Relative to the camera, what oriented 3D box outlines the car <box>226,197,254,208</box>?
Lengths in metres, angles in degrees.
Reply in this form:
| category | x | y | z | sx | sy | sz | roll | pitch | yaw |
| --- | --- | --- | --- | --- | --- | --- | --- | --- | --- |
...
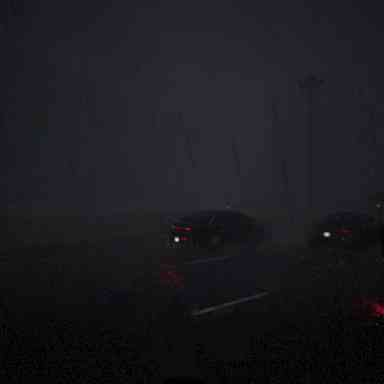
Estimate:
| category | x | y | z | sx | sy | sz | roll | pitch | yaw |
| --- | --- | --- | --- | --- | --- | --- | --- | --- | --- |
| car | 6.969 | 1.442 | 47.930 | 1.994 | 1.385 | 4.181 | 0 | 0 | 42 |

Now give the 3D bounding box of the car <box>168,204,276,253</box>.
| category | x | y | z | sx | sy | sz | roll | pitch | yaw |
| --- | --- | --- | --- | --- | --- | --- | --- | --- | --- |
| car | 1.327 | 1.474 | 13.733 | 4.892 | 1.490 | 1.837 | 0 | 0 | -39 |

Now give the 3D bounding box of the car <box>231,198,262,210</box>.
| category | x | y | z | sx | sy | sz | roll | pitch | yaw |
| --- | --- | --- | --- | --- | --- | --- | --- | --- | --- |
| car | 7.062 | 1.451 | 42.919 | 1.994 | 1.385 | 4.181 | 0 | 0 | 44 |

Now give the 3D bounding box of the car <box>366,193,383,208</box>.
| category | x | y | z | sx | sy | sz | roll | pitch | yaw |
| --- | --- | --- | --- | --- | --- | --- | --- | --- | --- |
| car | 15.687 | 1.098 | 26.438 | 5.566 | 2.045 | 2.150 | 0 | 0 | -44 |

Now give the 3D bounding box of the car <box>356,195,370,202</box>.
| category | x | y | z | sx | sy | sz | roll | pitch | yaw |
| --- | --- | --- | --- | --- | --- | --- | --- | --- | --- |
| car | 34.277 | 1.249 | 66.494 | 2.033 | 1.411 | 5.357 | 0 | 0 | 33 |

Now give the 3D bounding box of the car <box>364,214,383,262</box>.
| category | x | y | z | sx | sy | sz | roll | pitch | yaw |
| --- | --- | --- | --- | --- | --- | --- | --- | --- | --- |
| car | 7.165 | 1.441 | 9.450 | 4.902 | 1.511 | 2.128 | 0 | 0 | -39 |

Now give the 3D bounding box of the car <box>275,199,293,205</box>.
| category | x | y | z | sx | sy | sz | roll | pitch | yaw |
| --- | --- | --- | --- | --- | --- | --- | --- | --- | --- |
| car | 8.932 | 1.457 | 34.836 | 4.181 | 1.385 | 1.994 | 0 | 0 | -45 |

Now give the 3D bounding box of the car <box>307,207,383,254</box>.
| category | x | y | z | sx | sy | sz | roll | pitch | yaw |
| --- | --- | --- | --- | --- | --- | --- | --- | --- | --- |
| car | 6.467 | 1.509 | 13.411 | 4.181 | 1.385 | 1.994 | 0 | 0 | -40 |

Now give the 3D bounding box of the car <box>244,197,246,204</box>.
| category | x | y | z | sx | sy | sz | roll | pitch | yaw |
| --- | --- | --- | --- | --- | --- | --- | --- | --- | --- |
| car | 7.106 | 1.444 | 37.900 | 2.033 | 1.411 | 5.357 | 0 | 0 | 45 |
